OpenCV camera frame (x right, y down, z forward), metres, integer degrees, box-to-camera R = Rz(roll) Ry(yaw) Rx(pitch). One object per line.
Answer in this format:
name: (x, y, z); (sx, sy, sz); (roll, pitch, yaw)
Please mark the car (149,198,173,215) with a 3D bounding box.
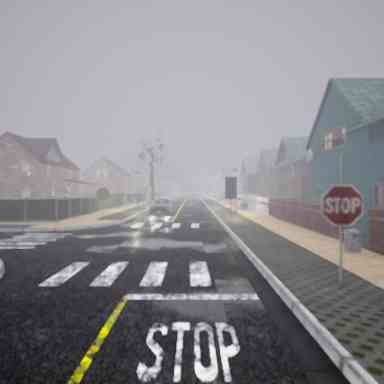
car: (-2.749, 1.283, 30.523); (2.033, 1.411, 5.357); (0, 1, 0)
